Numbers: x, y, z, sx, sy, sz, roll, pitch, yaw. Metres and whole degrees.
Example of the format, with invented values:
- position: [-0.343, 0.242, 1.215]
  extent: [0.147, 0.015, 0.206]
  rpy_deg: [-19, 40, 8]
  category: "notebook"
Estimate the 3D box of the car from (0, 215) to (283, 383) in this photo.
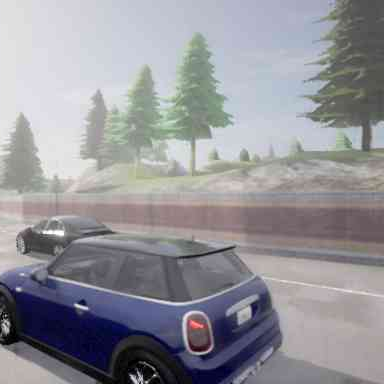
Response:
- position: [-1.114, 1.405, 4.967]
  extent: [4.553, 1.767, 2.097]
  rpy_deg: [-1, -1, 37]
  category: "car"

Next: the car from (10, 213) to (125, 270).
- position: [-4.807, 1.649, 12.434]
  extent: [4.892, 1.490, 1.837]
  rpy_deg: [-1, 0, 40]
  category: "car"
